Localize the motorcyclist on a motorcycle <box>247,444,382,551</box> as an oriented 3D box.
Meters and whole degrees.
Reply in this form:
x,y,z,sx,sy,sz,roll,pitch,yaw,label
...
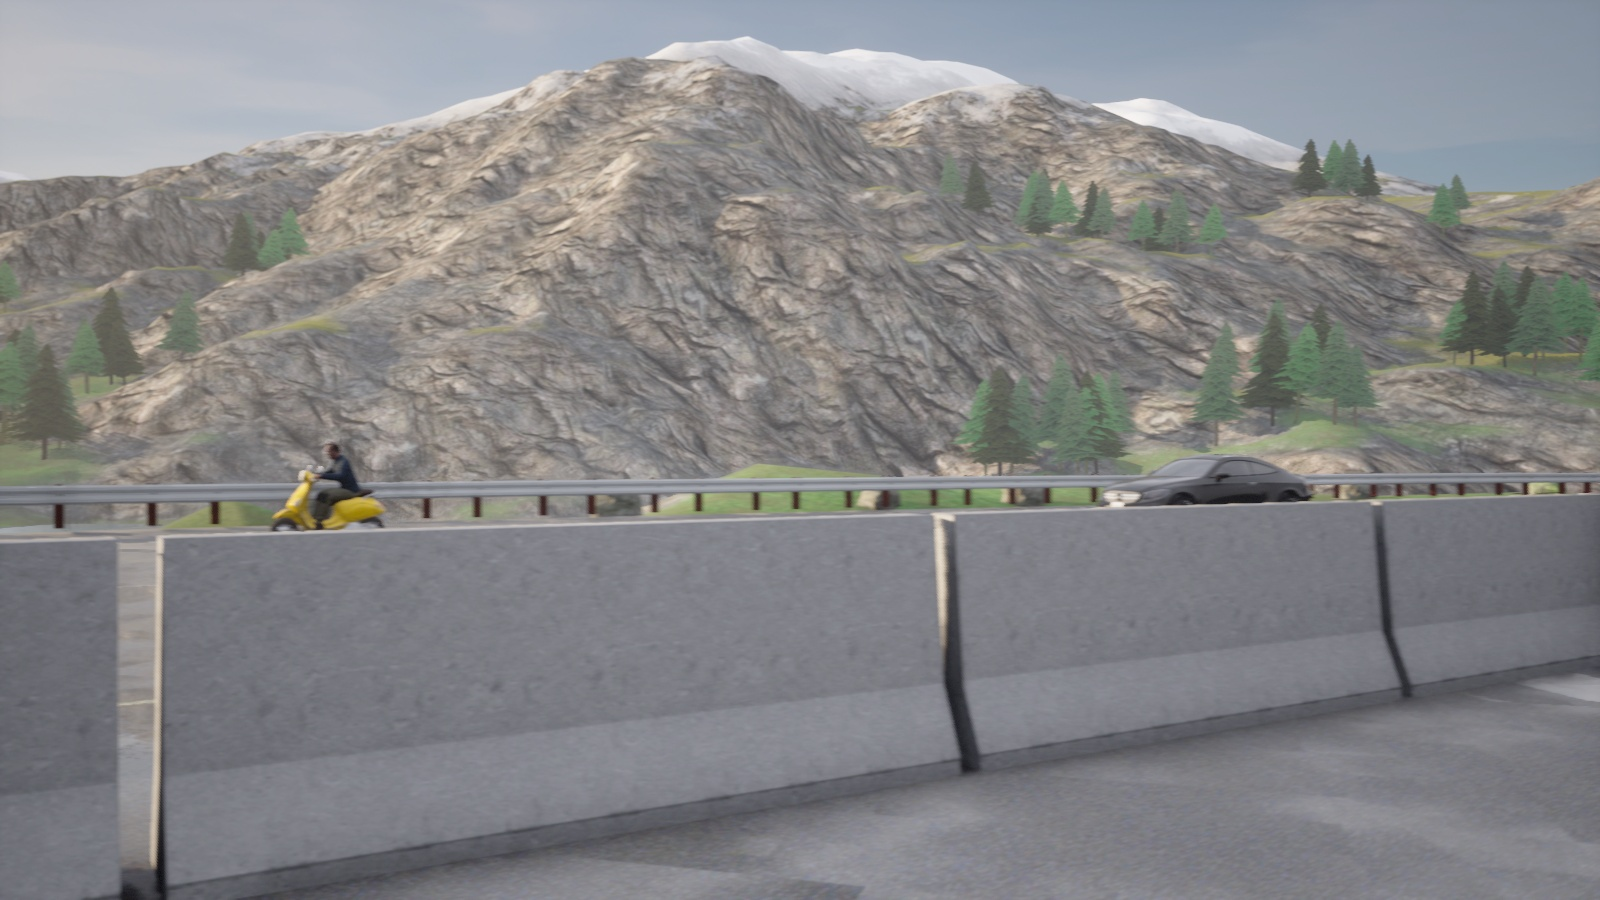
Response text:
x,y,z,sx,sy,sz,roll,pitch,yaw,label
-7.563,0.710,19.594,1.817,1.590,0.866,0,1,-33,motorcyclist on a motorcycle

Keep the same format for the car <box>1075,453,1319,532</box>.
x,y,z,sx,sy,sz,roll,pitch,yaw,label
7.833,0.775,24.681,4.674,1.442,1.812,0,0,-28,car
